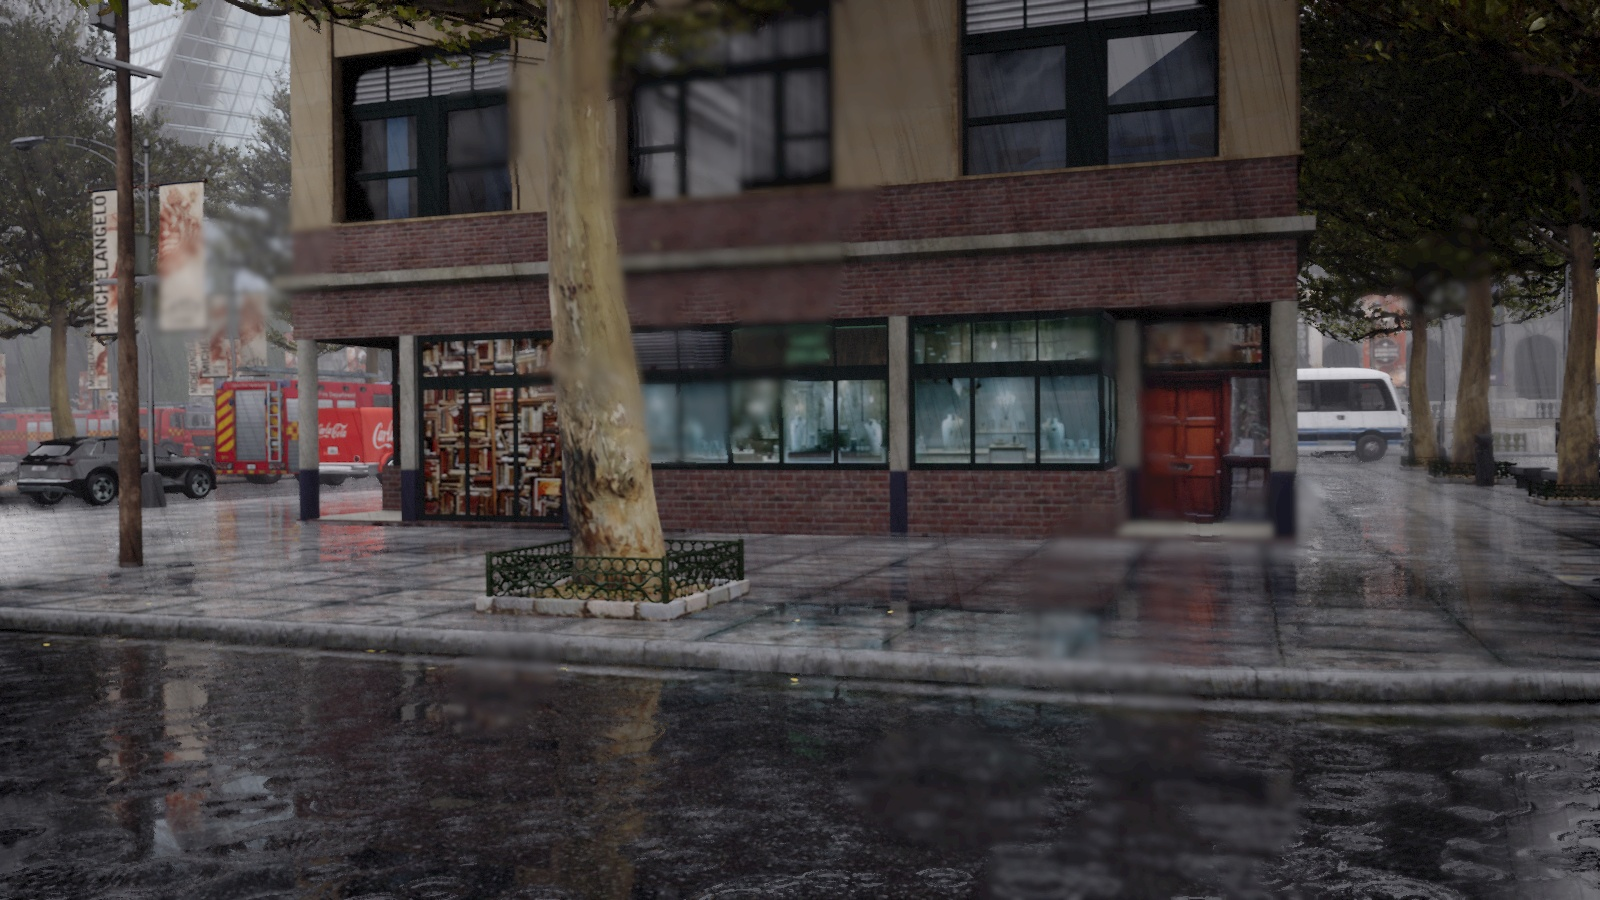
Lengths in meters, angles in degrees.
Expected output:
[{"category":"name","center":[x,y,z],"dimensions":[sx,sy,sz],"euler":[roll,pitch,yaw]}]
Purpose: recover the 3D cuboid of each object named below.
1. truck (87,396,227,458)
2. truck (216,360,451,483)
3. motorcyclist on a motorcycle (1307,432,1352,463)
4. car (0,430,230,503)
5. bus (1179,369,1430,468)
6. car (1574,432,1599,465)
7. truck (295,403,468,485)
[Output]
[{"category":"truck","center":[-40.952,-1.442,79.995],"dimensions":[8.468,3.827,2.891],"euler":[0,1,20]},{"category":"truck","center":[-15.907,-0.947,43.711],"dimensions":[2.891,3.827,8.468],"euler":[0,1,20]},{"category":"motorcyclist on a motorcycle","center":[26.644,-0.126,63.169],"dimensions":[2.044,1.523,0.797],"euler":[0,1,20]},{"category":"car","center":[-16.688,0.333,30.917],"dimensions":[2.033,1.649,4.856],"euler":[0,1,20]},{"category":"bus","center":[22.695,-1.393,57.131],"dimensions":[10.273,4.253,3.944],"euler":[0,1,20]},{"category":"car","center":[38.651,-0.080,58.856],"dimensions":[3.705,1.549,1.789],"euler":[0,1,20]},{"category":"truck","center":[-13.345,-0.225,40.479],"dimensions":[2.627,2.467,5.204],"euler":[0,1,20]}]
